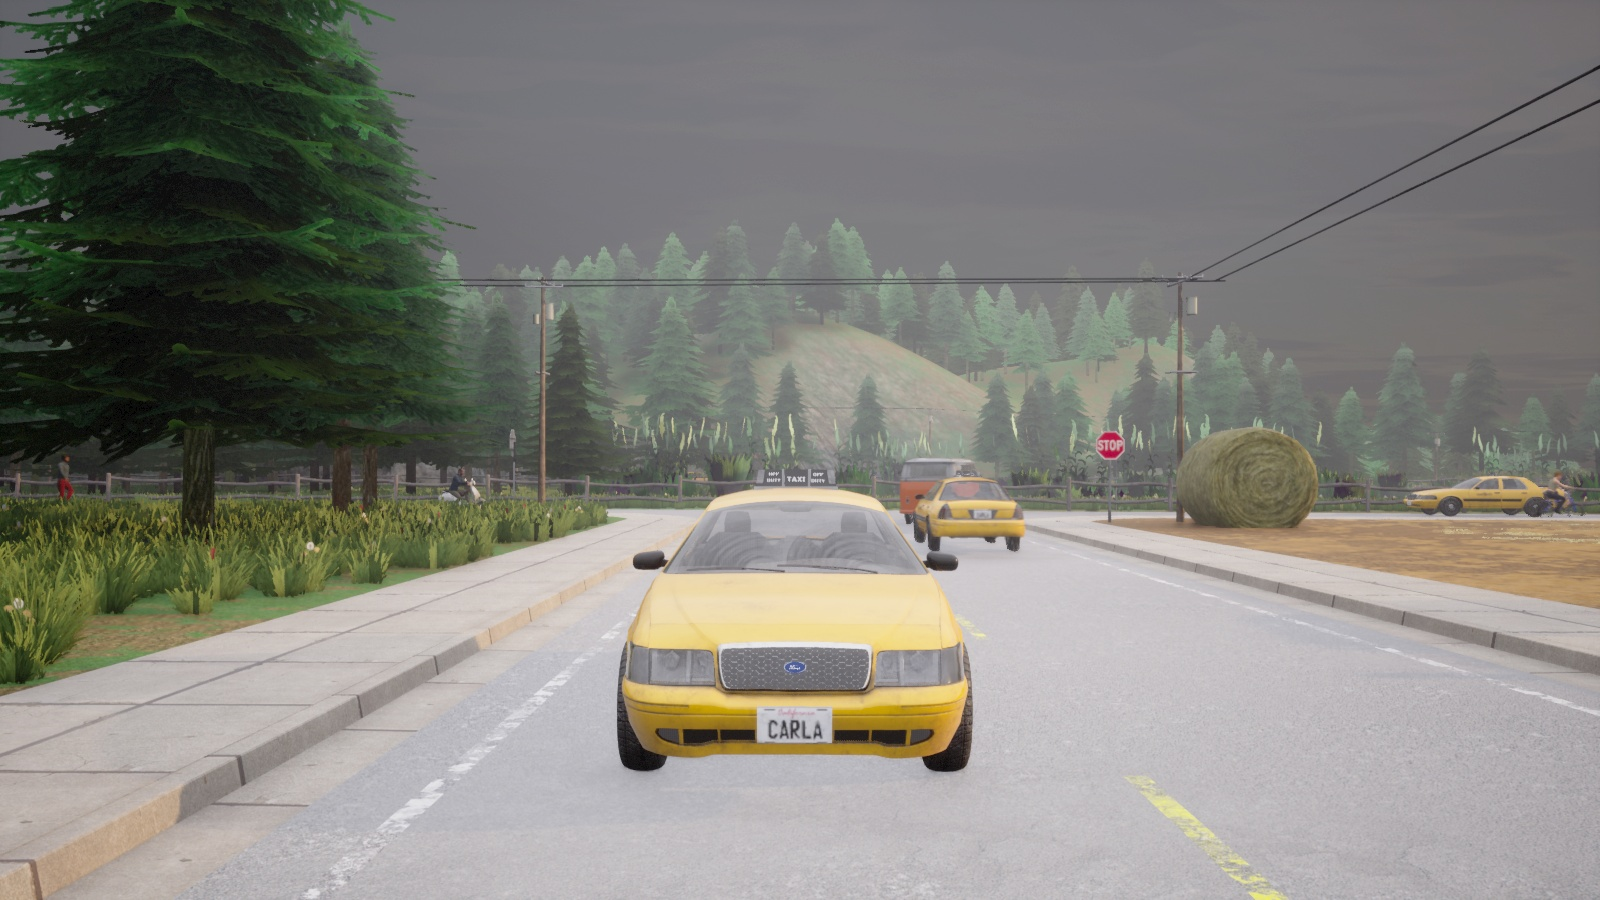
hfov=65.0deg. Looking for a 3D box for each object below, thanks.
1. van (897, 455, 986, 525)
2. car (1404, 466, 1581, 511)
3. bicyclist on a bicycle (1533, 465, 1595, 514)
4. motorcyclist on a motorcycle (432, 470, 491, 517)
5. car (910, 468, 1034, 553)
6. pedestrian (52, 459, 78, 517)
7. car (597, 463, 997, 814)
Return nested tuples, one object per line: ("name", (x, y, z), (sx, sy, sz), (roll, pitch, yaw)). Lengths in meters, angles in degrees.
("van", (4.397, 1.187, 38.367), (1.775, 1.987, 4.442), (-1, -1, 19))
("car", (24.997, 1.380, 45.474), (5.366, 1.575, 1.801), (0, -1, 3))
("bicyclist on a bicycle", (25.503, 1.317, 41.954), (1.509, 1.612, 0.866), (0, -1, 3))
("motorcyclist on a motorcycle", (-11.755, 1.511, 43.660), (1.817, 1.590, 0.866), (0, -1, 3))
("car", (3.432, 1.176, 26.044), (1.801, 1.575, 5.366), (0, -1, 0))
("pedestrian", (-23.675, 1.212, 40.468), (0.614, 1.847, 0.353), (0, -1, 2))
("car", (-0.022, 0.894, 8.352), (1.801, 1.575, 5.366), (0, -1, 0))
